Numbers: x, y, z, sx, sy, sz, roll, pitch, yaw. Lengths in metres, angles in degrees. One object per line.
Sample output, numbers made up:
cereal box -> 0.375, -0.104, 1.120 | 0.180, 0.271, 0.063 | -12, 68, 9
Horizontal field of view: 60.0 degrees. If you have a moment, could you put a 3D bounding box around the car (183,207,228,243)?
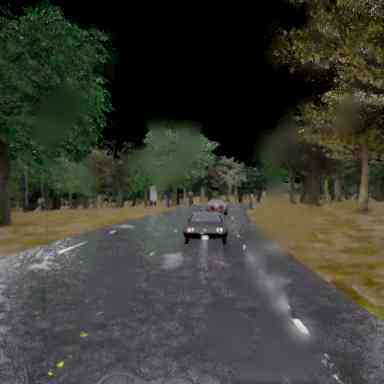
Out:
car -> 0.692, 1.619, 16.078 | 1.895, 1.301, 4.718 | 0, 0, 4

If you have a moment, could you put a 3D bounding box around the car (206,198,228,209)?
car -> 2.685, 1.433, 34.855 | 2.097, 1.767, 4.553 | 0, 0, 8
